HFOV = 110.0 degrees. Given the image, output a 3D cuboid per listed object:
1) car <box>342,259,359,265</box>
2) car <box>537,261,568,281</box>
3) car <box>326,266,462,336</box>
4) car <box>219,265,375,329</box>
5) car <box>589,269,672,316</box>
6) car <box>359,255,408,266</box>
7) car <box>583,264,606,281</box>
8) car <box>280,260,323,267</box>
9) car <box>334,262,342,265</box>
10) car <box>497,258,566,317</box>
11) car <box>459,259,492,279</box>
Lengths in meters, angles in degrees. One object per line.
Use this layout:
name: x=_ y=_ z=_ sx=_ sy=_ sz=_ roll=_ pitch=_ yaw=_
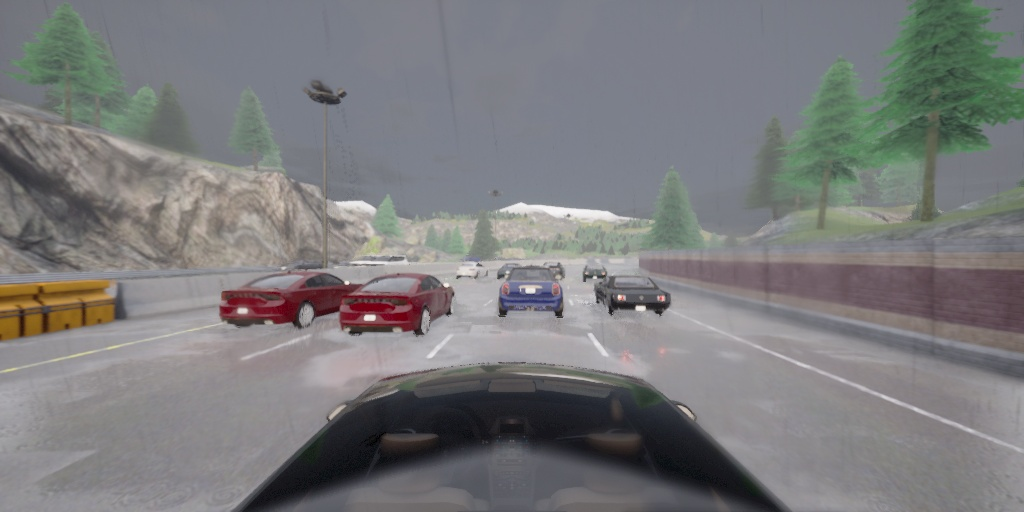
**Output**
car: x=-15.933 y=0.901 z=40.330 sx=2.150 sy=2.045 sz=5.566 roll=0 pitch=0 yaw=15
car: x=3.559 y=1.230 z=30.837 sx=2.128 sy=1.511 sz=4.902 roll=0 pitch=0 yaw=13
car: x=-2.989 y=1.214 z=10.411 sx=1.882 sy=1.535 sz=5.008 roll=0 pitch=0 yaw=4
car: x=-6.434 y=1.204 z=11.266 sx=1.882 sy=1.535 sz=5.008 roll=0 pitch=0 yaw=4
car: x=4.263 y=1.354 z=13.483 sx=1.895 sy=1.301 sz=4.718 roll=0 pitch=0 yaw=5
car: x=-13.028 y=0.910 z=37.588 sx=2.150 sy=2.045 sz=5.566 roll=0 pitch=0 yaw=14
car: x=6.812 y=1.349 z=29.509 sx=1.895 sy=1.301 sz=4.718 roll=0 pitch=0 yaw=12
car: x=-23.275 y=1.155 z=39.746 sx=2.128 sy=1.511 sz=4.902 roll=0 pitch=0 yaw=14
car: x=-19.029 y=1.163 z=42.204 sx=2.128 sy=1.511 sz=4.902 roll=0 pitch=0 yaw=15
car: x=0.763 y=1.096 z=13.278 sx=2.097 sy=1.767 sz=4.553 roll=0 pitch=0 yaw=5
car: x=-3.451 y=1.246 z=31.562 sx=1.812 sy=1.442 sz=4.674 roll=0 pitch=0 yaw=12
